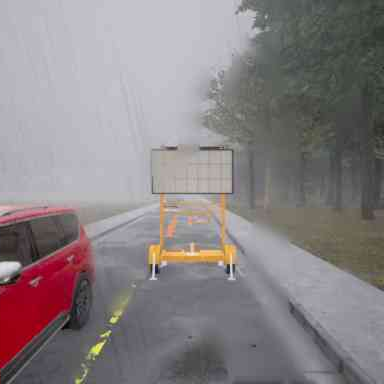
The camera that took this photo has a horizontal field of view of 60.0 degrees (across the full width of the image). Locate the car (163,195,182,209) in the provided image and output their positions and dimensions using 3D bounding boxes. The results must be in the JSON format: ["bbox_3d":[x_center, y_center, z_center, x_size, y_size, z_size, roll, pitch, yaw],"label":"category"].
[{"bbox_3d":[-2.786,1.547,44.811,2.033,1.411,5.357,0,0,0],"label":"car"}]

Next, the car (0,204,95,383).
[{"bbox_3d":[-2.841,1.221,3.947,2.150,2.045,5.566,0,0,0],"label":"car"}]

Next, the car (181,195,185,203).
[{"bbox_3d":[-2.646,1.351,70.783,2.097,1.767,4.553,0,0,0],"label":"car"}]

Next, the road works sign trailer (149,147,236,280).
[{"bbox_3d":[0.016,0.464,9.895,2.380,3.560,2.880,0,0,0],"label":"road works sign trailer"}]
